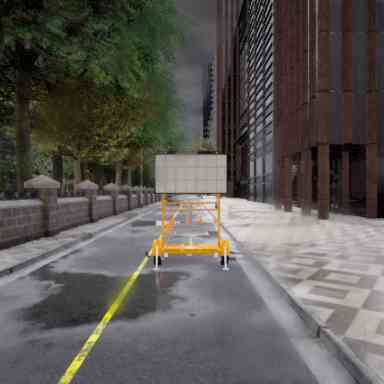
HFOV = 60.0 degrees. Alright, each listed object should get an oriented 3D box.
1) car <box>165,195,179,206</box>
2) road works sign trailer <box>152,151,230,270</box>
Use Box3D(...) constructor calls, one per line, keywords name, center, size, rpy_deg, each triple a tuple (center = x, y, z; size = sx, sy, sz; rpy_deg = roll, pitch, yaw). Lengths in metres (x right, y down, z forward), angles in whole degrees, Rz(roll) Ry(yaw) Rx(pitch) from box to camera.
Box3D(name="car", center=(-3.142, 1.313, 52.405), size=(2.097, 1.767, 4.553), rpy_deg=(0, 0, 0))
Box3D(name="road works sign trailer", center=(-0.028, 0.464, 11.004), size=(2.380, 3.560, 2.880), rpy_deg=(0, 0, 0))
